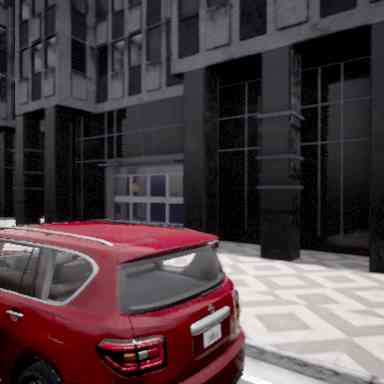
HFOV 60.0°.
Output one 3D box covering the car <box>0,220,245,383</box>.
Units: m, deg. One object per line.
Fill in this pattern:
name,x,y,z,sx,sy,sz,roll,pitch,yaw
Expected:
car,-1.771,1.291,4.232,5.009,1.841,2.192,0,0,36
